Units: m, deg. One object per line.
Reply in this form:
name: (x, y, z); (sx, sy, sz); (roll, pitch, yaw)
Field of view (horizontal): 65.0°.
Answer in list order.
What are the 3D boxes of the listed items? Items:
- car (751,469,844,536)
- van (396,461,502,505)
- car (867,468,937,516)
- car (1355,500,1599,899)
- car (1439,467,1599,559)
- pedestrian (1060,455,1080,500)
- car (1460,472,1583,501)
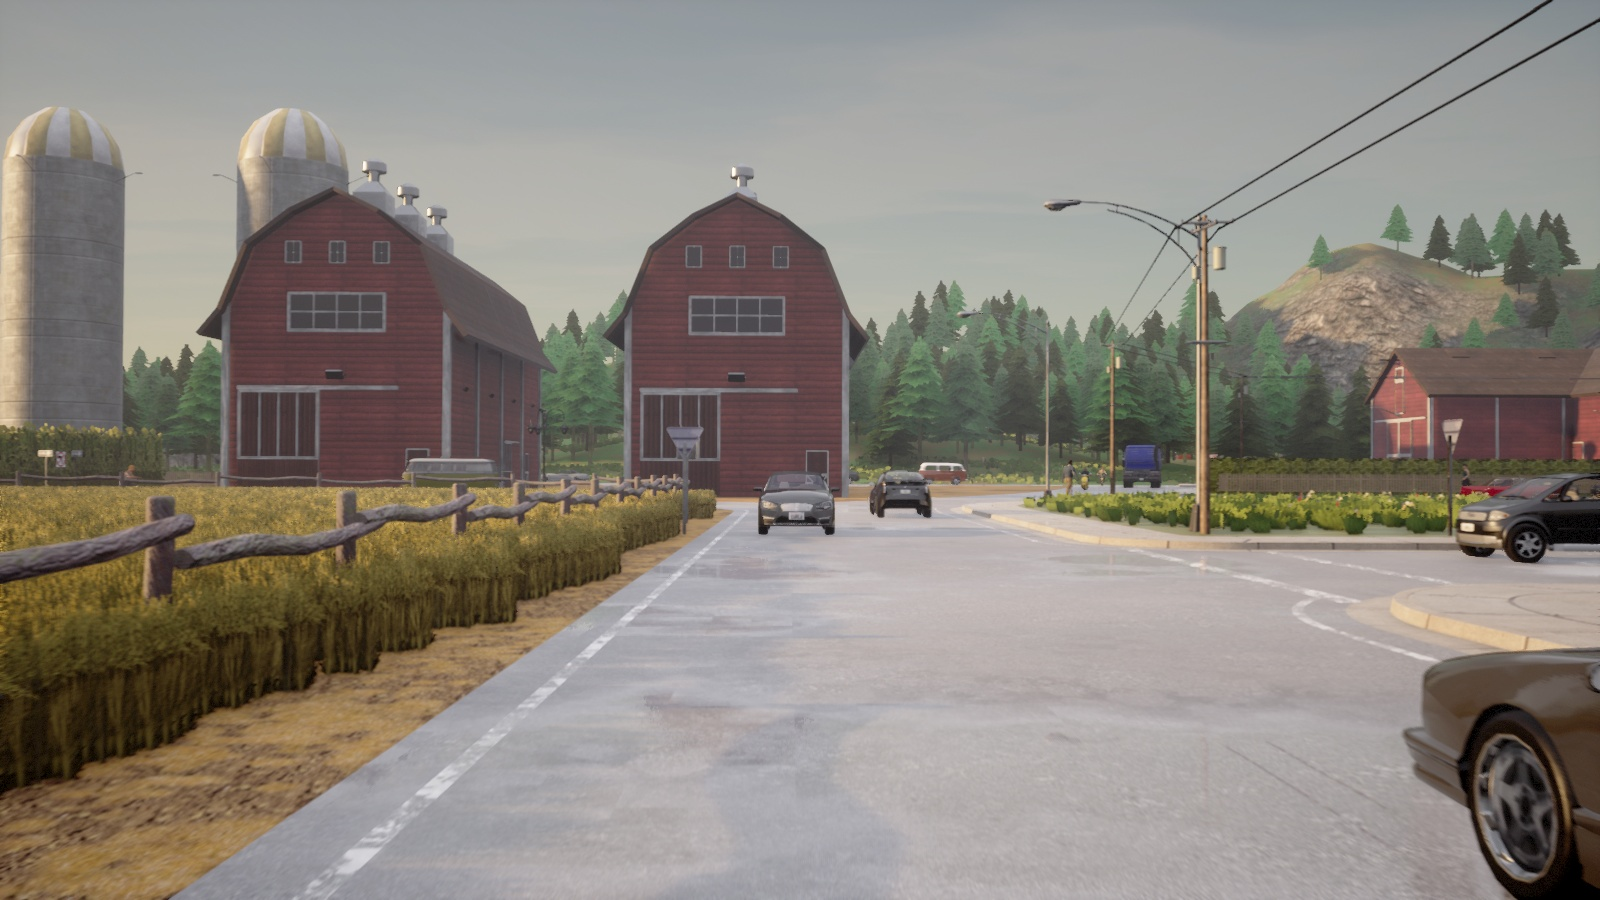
car: (-0.077, 1.241, 31.263); (2.128, 1.511, 4.902); (0, -1, 0)
van: (-16.130, 1.508, 57.902); (4.442, 1.987, 1.775); (0, -1, -3)
car: (3.382, 1.389, 42.390); (2.007, 1.525, 4.514); (0, -1, 0)
car: (3.467, 0.890, 2.933); (2.033, 1.411, 5.357); (0, -1, 1)
car: (13.575, 1.075, 22.149); (3.705, 1.549, 1.789); (0, -1, -1)
pedestrian: (11.787, 1.207, 54.855); (0.788, 1.949, 0.423); (0, -1, -35)
car: (33.575, 1.668, 58.597); (1.895, 1.301, 4.718); (0, -1, -27)
